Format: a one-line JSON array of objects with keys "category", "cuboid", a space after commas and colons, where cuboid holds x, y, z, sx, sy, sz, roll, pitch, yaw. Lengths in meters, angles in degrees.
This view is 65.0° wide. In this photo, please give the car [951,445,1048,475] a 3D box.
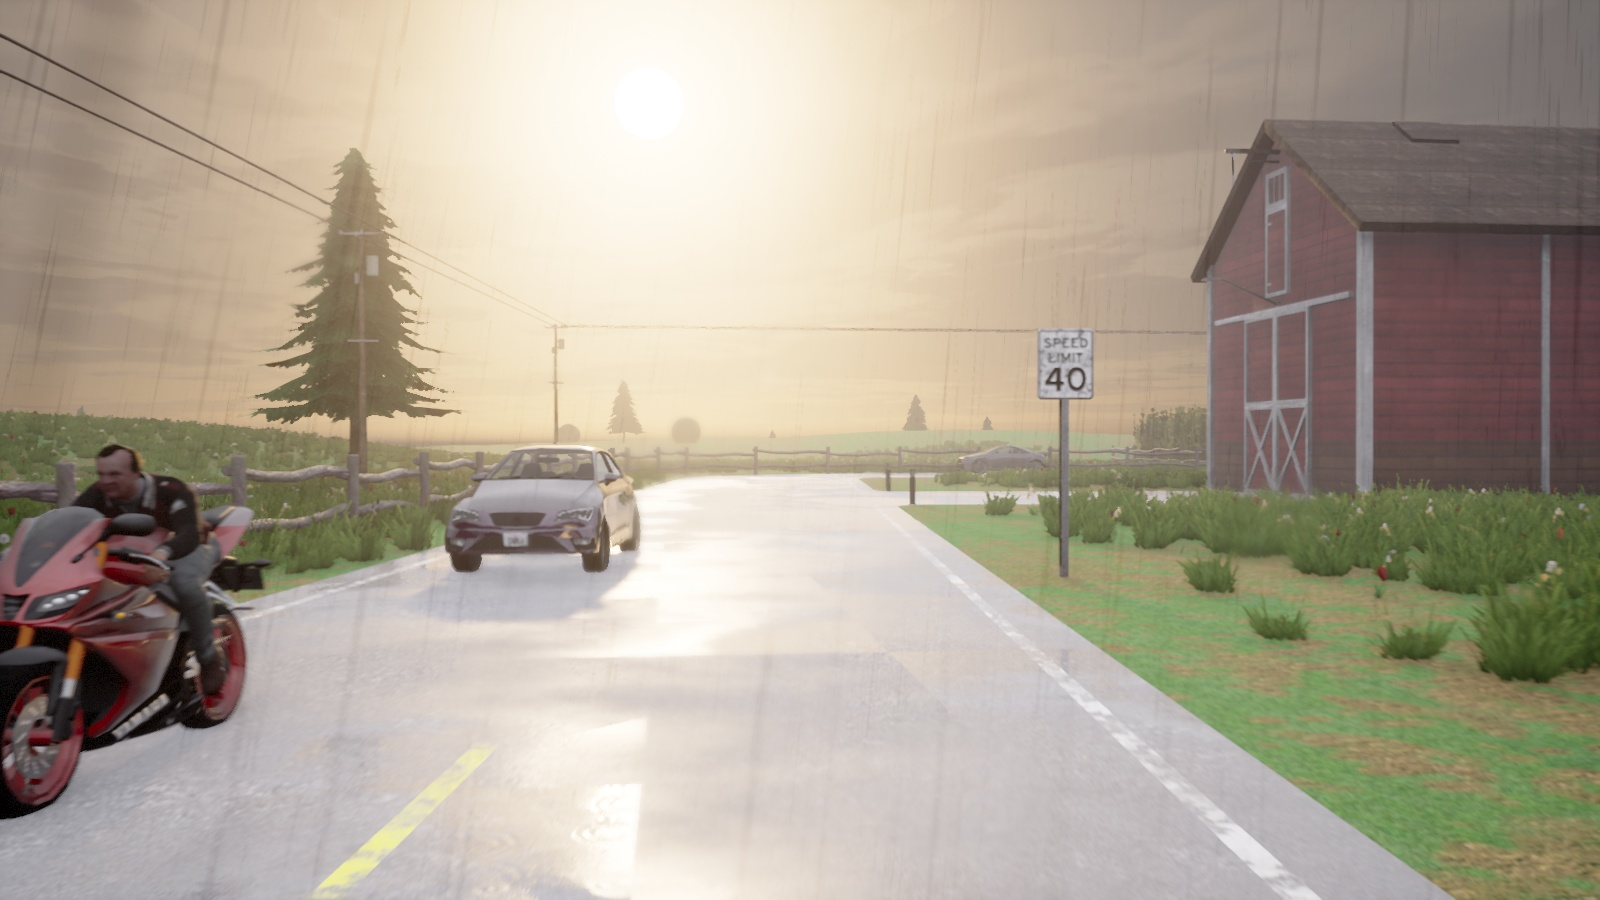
[{"category": "car", "cuboid": [9.463, 0.481, 59.710, 4.181, 1.385, 1.994, 0, 0, -5]}]

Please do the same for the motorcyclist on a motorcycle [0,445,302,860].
[{"category": "motorcyclist on a motorcycle", "cuboid": [-3.152, 0.747, 5.741, 0.866, 1.530, 2.191, 0, 0, 0]}]

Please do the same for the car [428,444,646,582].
[{"category": "car", "cuboid": [-3.096, 0.669, 15.636, 1.816, 1.474, 4.193, 0, 0, 0]}]
